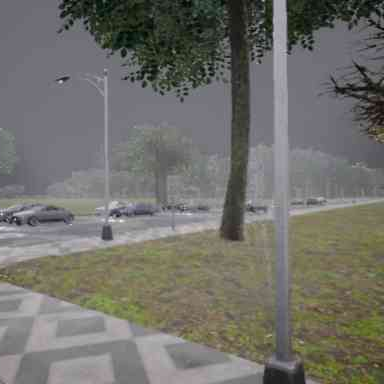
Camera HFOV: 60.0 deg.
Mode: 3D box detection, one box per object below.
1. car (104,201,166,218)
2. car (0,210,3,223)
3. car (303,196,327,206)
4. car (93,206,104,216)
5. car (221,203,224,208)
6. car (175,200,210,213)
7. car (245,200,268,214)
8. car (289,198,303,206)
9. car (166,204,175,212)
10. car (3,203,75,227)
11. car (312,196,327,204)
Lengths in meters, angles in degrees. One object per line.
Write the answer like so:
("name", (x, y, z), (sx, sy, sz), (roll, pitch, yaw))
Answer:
("car", (-5.142, 1.626, 31.029), (2.033, 1.411, 5.357), (-1, -1, 35))
("car", (-12.896, 1.598, 25.726), (2.128, 1.511, 4.902), (-1, -1, 35))
("car", (20.621, 1.577, 55.732), (1.837, 1.490, 4.892), (-1, -1, 35))
("car", (-7.594, 1.642, 33.197), (1.812, 1.442, 4.674), (-1, -1, 35))
("car", (6.193, 1.658, 46.909), (2.033, 1.411, 5.357), (-1, -1, 36))
("car", (0.342, 1.656, 38.740), (1.994, 1.385, 4.181), (-1, -1, 35))
("car", (6.637, 1.542, 36.046), (1.812, 1.442, 4.674), (-1, -1, 35))
("car", (17.964, 1.673, 57.605), (1.994, 1.385, 4.181), (-1, -1, 35))
("car", (-1.806, 1.731, 41.322), (1.895, 1.301, 4.718), (-1, -1, 35))
("car", (-10.483, 1.632, 23.492), (1.994, 1.385, 4.181), (-1, -1, 35))
("car", (27.078, 1.680, 70.607), (1.812, 1.442, 4.674), (-1, -1, 35))
